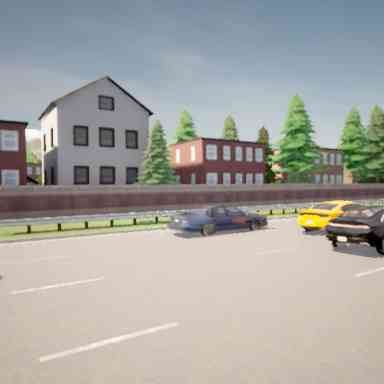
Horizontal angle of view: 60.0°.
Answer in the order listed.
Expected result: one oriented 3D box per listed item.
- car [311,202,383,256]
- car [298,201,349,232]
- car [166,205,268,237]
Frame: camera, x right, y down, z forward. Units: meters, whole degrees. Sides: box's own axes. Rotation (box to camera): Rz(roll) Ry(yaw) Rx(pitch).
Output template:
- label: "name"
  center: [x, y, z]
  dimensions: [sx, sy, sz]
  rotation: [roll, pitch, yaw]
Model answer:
- label: "car"
  center: [6.904, 1.266, 12.103]
  dimensions: [4.902, 1.511, 2.128]
  rotation: [-1, 1, -33]
- label: "car"
  center: [7.478, 1.194, 16.632]
  dimensions: [5.008, 1.535, 1.882]
  rotation: [-1, 1, -33]
- label: "car"
  center: [1.380, 1.346, 16.874]
  dimensions: [5.357, 1.411, 2.033]
  rotation: [-1, 1, -33]
